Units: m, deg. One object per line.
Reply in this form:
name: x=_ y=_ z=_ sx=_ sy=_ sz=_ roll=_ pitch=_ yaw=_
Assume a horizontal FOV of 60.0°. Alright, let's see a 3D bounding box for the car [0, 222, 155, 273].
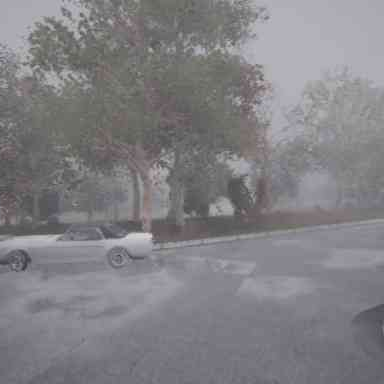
car: x=-3.585 y=1.668 z=10.610 sx=4.718 sy=1.301 sz=1.895 roll=-1 pitch=0 yaw=-5
